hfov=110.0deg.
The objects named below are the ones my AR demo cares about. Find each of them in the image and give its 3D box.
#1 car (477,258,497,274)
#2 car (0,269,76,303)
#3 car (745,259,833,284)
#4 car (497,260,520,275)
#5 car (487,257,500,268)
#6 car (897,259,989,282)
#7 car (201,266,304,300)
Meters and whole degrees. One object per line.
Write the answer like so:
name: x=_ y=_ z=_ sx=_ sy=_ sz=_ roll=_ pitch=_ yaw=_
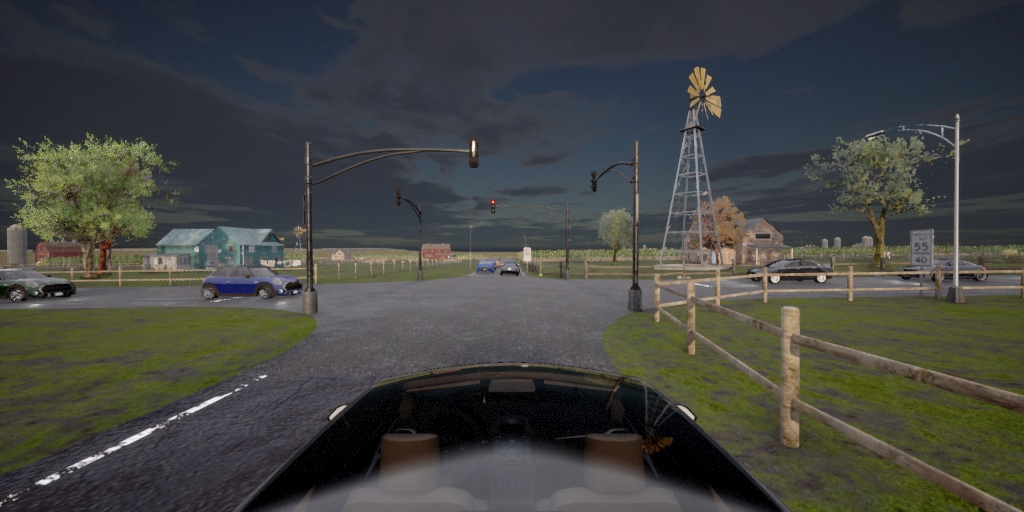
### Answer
car: x=-3.051 y=1.222 z=41.982 sx=1.882 sy=1.535 sz=5.008 roll=0 pitch=0 yaw=-1
car: x=-26.374 y=1.471 z=19.074 sx=4.553 sy=1.767 sz=2.097 roll=-1 pitch=1 yaw=0
car: x=17.684 y=0.957 z=22.984 sx=4.892 sy=1.490 sz=1.837 roll=-1 pitch=1 yaw=0
car: x=-0.208 y=1.308 z=38.780 sx=1.994 sy=1.385 sz=4.181 roll=0 pitch=0 yaw=1
car: x=-3.170 y=1.099 z=61.920 sx=2.097 sy=1.767 sz=4.553 roll=0 pitch=0 yaw=0
car: x=27.542 y=0.885 z=23.028 sx=4.181 sy=1.385 sz=1.994 roll=-1 pitch=1 yaw=0
car: x=-13.461 y=1.300 z=18.754 sx=4.553 sy=1.767 sz=2.097 roll=-1 pitch=1 yaw=5
